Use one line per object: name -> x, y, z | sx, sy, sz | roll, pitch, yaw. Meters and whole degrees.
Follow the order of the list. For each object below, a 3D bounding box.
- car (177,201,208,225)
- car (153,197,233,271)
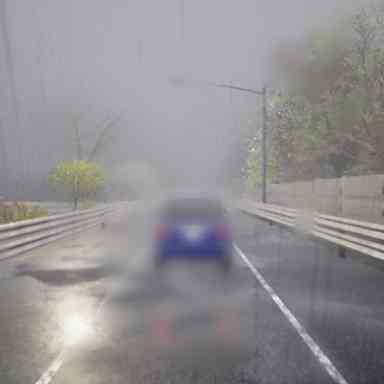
car -> 0.044, 1.452, 24.700 | 2.033, 1.411, 5.357 | 0, 0, 0
car -> 0.049, 1.171, 10.865 | 2.150, 2.045, 5.566 | 0, 0, 0
